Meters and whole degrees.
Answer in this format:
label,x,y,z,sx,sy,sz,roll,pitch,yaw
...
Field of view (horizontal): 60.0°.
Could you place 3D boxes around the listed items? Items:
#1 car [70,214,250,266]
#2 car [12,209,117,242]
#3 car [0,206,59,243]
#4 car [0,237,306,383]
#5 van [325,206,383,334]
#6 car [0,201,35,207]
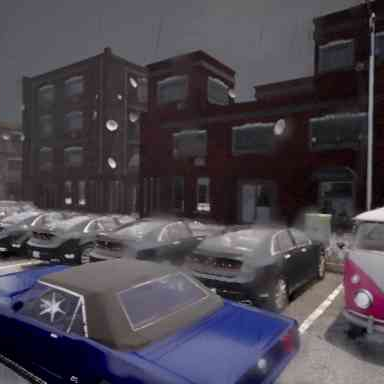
label,x,y,z,sx,sy,sz,roll,pitch,yaw
car,-0.548,1.438,9.344,2.231,1.521,4.892,0,0,36
car,-2.791,1.418,10.947,2.231,1.521,4.892,0,0,36
car,-5.034,1.401,12.550,2.231,1.521,4.892,0,0,36
car,-1.240,1.575,4.267,4.718,1.301,1.895,1,0,36
van,3.975,1.253,5.974,1.878,1.987,4.442,1,0,36
car,-7.291,1.257,14.132,2.185,1.767,4.553,0,0,36
